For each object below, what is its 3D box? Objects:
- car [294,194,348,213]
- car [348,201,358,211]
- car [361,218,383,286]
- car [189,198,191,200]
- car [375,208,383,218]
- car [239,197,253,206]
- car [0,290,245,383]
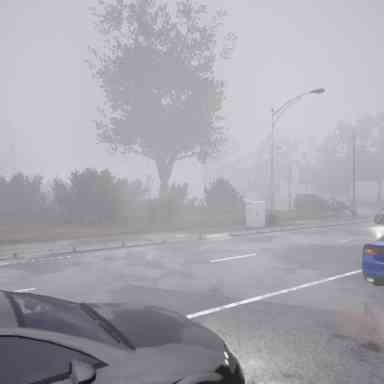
[{"bbox_3d":[14.023,1.222,37.269,2.150,2.045,5.566,0,0,-31],"label":"car"},{"bbox_3d":[17.021,1.351,39.150,2.097,1.767,4.553,0,0,-33],"label":"car"},{"bbox_3d":[6.159,1.478,8.178,5.008,1.535,1.882,0,0,-36],"label":"car"},{"bbox_3d":[-1.706,1.489,67.612,1.895,1.301,4.718,0,0,-35],"label":"car"},{"bbox_3d":[14.335,1.564,23.013,4.181,1.385,1.994,0,0,-42],"label":"car"},{"bbox_3d":[6.354,1.510,49.314,1.812,1.442,4.674,0,0,-33],"label":"car"},{"bbox_3d":[-1.549,1.564,2.641,4.181,1.385,1.994,0,0,-36],"label":"car"}]
